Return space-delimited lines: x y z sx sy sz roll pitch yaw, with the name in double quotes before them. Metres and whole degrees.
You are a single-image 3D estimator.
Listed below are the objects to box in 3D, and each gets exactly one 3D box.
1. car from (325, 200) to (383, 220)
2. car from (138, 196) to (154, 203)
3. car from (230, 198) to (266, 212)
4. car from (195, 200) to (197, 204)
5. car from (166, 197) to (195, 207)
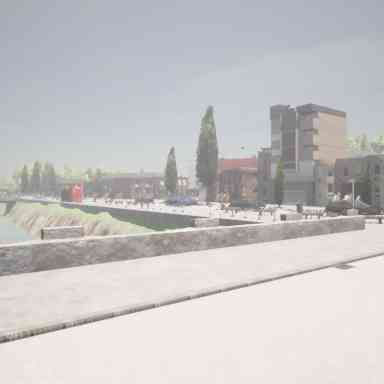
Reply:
"car" 13.935 1.505 28.629 1.837 1.490 4.892 0 0 -35
"car" -9.805 1.546 68.972 2.033 1.411 5.357 0 0 -36
"car" 6.524 1.505 38.989 1.837 1.490 4.892 0 0 -36
"car" -1.218 1.546 56.969 2.033 1.411 5.357 0 0 -35
"car" -2.153 1.477 51.121 1.882 1.535 5.008 0 0 -35
